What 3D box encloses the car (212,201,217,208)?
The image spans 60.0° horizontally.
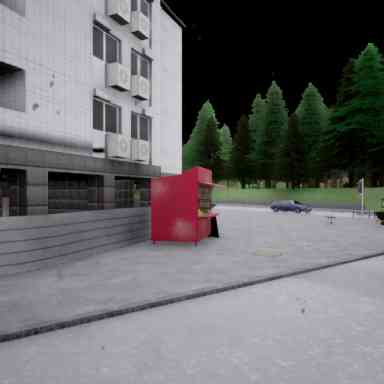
[{"bbox_3d":[1.734,1.563,48.032,1.994,1.385,4.181,0,0,-35],"label":"car"}]

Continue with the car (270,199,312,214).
[{"bbox_3d":[10.543,1.526,35.685,1.812,1.442,4.674,0,0,-36],"label":"car"}]
